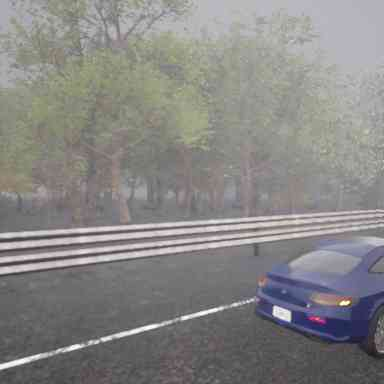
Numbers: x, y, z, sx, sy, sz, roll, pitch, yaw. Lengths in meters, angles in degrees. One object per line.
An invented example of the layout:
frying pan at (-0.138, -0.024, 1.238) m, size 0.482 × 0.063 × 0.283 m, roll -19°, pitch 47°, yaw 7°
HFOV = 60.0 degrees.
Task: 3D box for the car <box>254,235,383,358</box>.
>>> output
car at (3.127, 1.522, 5.954) m, size 4.674 × 1.442 × 1.812 m, roll 0°, pitch 0°, yaw -35°
